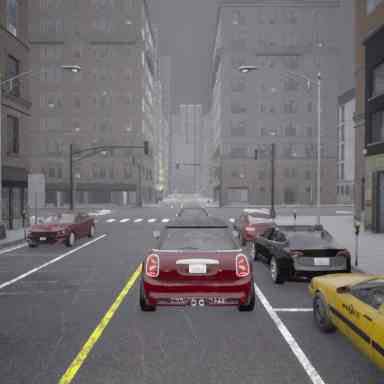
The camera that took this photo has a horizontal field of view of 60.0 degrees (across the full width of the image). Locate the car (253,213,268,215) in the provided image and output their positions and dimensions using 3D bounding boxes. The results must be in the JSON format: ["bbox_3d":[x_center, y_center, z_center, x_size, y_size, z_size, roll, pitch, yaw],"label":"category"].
[{"bbox_3d":[2.842,1.577,14.974,1.802,1.307,4.206,-1,0,0],"label":"car"}]

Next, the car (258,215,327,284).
[{"bbox_3d":[2.851,1.563,9.388,1.947,1.339,4.313,-1,0,0],"label":"car"}]

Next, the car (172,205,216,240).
[{"bbox_3d":[0.068,1.542,18.131,2.033,1.411,5.357,0,0,0],"label":"car"}]

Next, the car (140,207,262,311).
[{"bbox_3d":[0.088,1.350,7.893,2.097,1.767,4.553,0,0,0],"label":"car"}]

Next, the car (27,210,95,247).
[{"bbox_3d":[-5.704,1.540,14.957,1.887,1.381,4.507,-1,0,0],"label":"car"}]

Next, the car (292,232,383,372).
[{"bbox_3d":[2.859,1.524,3.972,1.752,1.417,4.829,-1,0,0],"label":"car"}]
